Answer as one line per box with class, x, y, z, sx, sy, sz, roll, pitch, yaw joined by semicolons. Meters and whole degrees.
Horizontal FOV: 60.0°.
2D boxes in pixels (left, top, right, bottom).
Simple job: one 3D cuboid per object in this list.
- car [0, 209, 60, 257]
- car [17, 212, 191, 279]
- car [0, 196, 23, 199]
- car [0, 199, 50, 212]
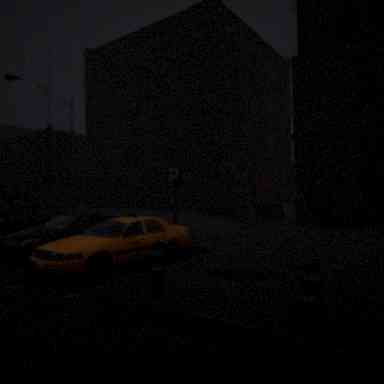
car;-4.262;1.478;12.065;2.002;1.452;4.674;0;0;36
car;-2.137;1.443;10.297;1.946;1.575;5.366;0;0;36
car;-8.714;1.180;15.312;2.435;2.045;5.566;0;0;36
car;-6.516;1.307;13.650;2.185;1.767;4.553;0;0;36
